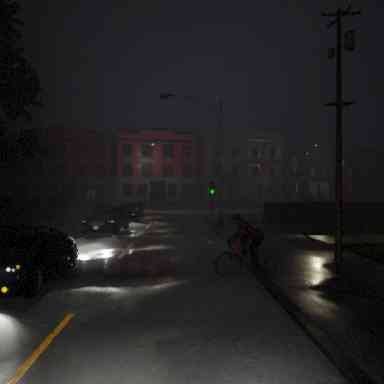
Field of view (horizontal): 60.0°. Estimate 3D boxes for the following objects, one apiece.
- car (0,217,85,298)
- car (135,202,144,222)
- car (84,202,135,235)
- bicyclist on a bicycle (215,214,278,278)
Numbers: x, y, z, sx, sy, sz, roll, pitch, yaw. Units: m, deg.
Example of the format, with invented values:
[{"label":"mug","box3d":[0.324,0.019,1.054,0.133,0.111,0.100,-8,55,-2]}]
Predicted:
[{"label":"car","box3d":[-4.358,1.548,8.304,1.994,1.385,4.181,0,0,-2]},{"label":"car","box3d":[-4.919,1.495,26.320,2.033,1.411,5.357,0,0,-2]},{"label":"car","box3d":[-4.706,1.456,18.468,2.128,1.511,4.902,0,0,-2]},{"label":"bicyclist on a bicycle","box3d":[1.365,1.370,8.536,1.656,1.620,0.582,-6,0,-2]}]
